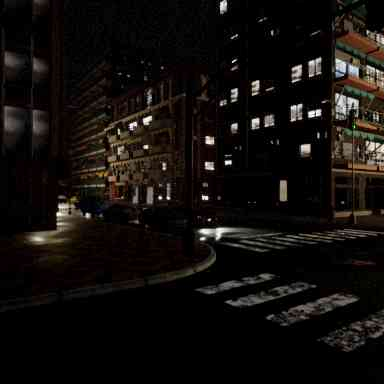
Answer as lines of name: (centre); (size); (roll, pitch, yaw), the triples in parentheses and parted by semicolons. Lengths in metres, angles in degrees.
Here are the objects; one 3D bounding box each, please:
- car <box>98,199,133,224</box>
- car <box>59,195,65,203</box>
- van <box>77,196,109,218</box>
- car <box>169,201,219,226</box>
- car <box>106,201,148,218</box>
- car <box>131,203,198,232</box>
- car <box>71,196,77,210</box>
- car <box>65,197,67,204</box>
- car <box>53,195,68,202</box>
car: (-4.959, 1.459, 24.248); (1.752, 1.417, 4.829); (0, 0, -36)
car: (-24.450, 1.456, 61.263); (2.033, 1.411, 5.357); (0, 0, -35)
van: (-8.363, 1.265, 28.985); (1.690, 1.788, 3.998); (0, 0, -36)
car: (-0.096, 1.518, 21.910); (1.994, 1.385, 4.181); (0, 0, -36)
car: (-5.996, 1.538, 30.125); (1.895, 1.301, 4.718); (0, 0, -36)
car: (-1.753, 1.526, 19.787); (1.802, 1.307, 4.206); (0, 0, -36)
car: (-12.084, 1.427, 38.615); (1.837, 1.490, 4.892); (0, 0, -35)
car: (-21.493, 1.448, 61.607); (1.752, 1.417, 4.829); (0, 0, -36)
car: (-28.005, 1.360, 70.667); (1.967, 1.590, 4.097); (0, 0, -36)
